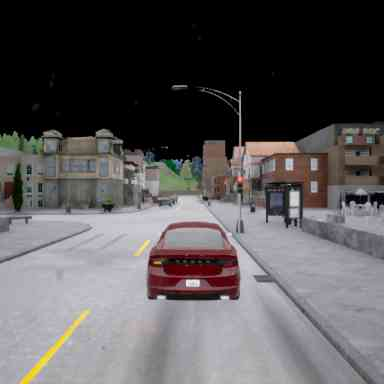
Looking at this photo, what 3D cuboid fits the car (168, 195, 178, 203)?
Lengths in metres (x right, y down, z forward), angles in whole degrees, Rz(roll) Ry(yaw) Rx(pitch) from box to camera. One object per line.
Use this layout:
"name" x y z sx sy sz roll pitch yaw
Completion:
"car" -4.011 1.500 71.661 1.837 1.490 4.892 0 0 0

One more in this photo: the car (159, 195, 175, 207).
"car" -4.108 1.505 51.988 1.837 1.490 4.892 0 0 0

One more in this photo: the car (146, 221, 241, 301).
"car" 0.049 1.478 8.416 1.882 1.535 5.008 0 0 1

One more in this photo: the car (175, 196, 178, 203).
"car" -4.069 1.601 61.293 1.895 1.301 4.718 0 0 0
